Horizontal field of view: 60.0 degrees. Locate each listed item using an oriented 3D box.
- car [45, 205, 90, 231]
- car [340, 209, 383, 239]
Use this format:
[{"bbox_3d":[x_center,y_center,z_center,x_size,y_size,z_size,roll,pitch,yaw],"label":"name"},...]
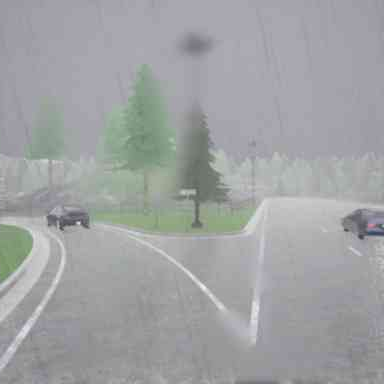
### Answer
[{"bbox_3d":[-8.347,1.660,22.165,1.837,1.490,4.892,0,-1,-37],"label":"car"},{"bbox_3d":[9.158,1.578,17.210,2.033,1.411,5.357,0,0,13],"label":"car"}]
